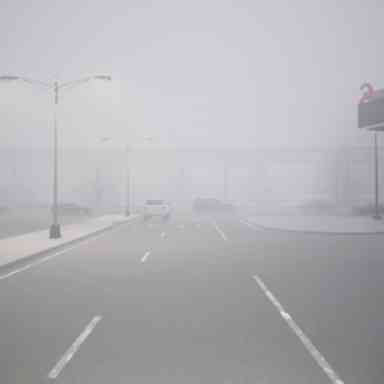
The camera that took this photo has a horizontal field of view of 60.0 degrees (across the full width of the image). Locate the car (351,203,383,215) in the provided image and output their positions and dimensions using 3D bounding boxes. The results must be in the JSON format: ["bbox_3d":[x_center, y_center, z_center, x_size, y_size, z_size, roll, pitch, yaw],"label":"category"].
[{"bbox_3d":[22.099,2.070,39.941,5.357,1.411,2.033,0,-1,1],"label":"car"}]

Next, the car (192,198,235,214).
[{"bbox_3d":[2.775,1.789,43.535,5.566,2.045,2.150,0,-1,0],"label":"car"}]

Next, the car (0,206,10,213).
[{"bbox_3d":[-26.616,2.168,43.705,4.718,1.301,1.895,0,-1,0],"label":"car"}]

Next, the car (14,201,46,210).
[{"bbox_3d":[-26.409,2.261,54.992,5.357,1.411,2.033,0,-1,-2],"label":"car"}]

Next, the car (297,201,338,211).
[{"bbox_3d":[19.167,2.208,50.500,5.357,1.411,2.033,0,-1,1],"label":"car"}]

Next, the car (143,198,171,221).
[{"bbox_3d":[-3.339,1.638,32.082,2.150,2.045,5.566,0,-1,1],"label":"car"}]

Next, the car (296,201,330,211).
[{"bbox_3d":[19.692,2.210,54.244,4.892,1.490,1.837,-1,-1,0],"label":"car"}]

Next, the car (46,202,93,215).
[{"bbox_3d":[-14.437,2.024,40.138,4.892,1.490,1.837,1,-1,1],"label":"car"}]
